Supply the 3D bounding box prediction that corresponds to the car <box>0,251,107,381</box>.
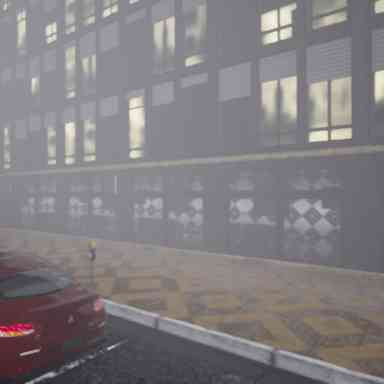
[{"bbox_3d":[-3.059,1.578,5.021,4.206,1.307,1.802,0,0,36],"label":"car"}]
